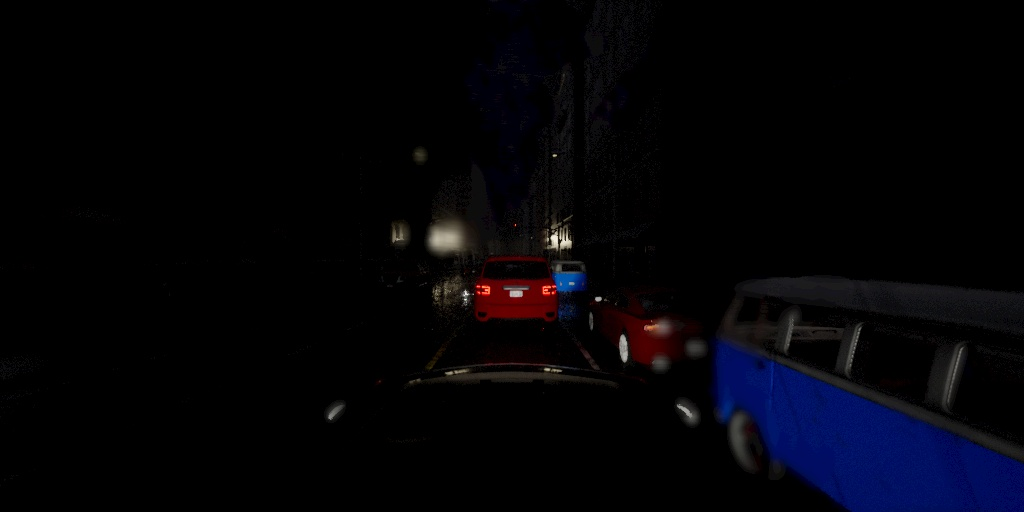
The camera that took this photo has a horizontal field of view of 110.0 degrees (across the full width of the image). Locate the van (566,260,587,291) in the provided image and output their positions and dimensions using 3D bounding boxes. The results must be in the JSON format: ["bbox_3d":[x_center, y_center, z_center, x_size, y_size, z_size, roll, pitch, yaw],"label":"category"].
[{"bbox_3d":[2.884,1.094,19.106,1.690,1.789,3.998,0,0,0],"label":"van"}]

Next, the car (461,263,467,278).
[{"bbox_3d":[-2.956,1.022,29.573,1.994,1.385,4.181,0,0,0],"label":"car"}]

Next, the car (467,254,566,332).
[{"bbox_3d":[0.116,0.975,11.007,2.150,2.045,5.566,0,0,0],"label":"car"}]

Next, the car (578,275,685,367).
[{"bbox_3d":[2.866,1.297,7.785,1.888,1.381,4.507,0,0,0],"label":"car"}]

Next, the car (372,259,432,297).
[{"bbox_3d":[-5.641,1.068,19.079,2.192,1.841,5.009,0,0,0],"label":"car"}]

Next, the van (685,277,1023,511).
[{"bbox_3d":[2.856,1.091,2.124,1.690,1.789,3.998,0,0,0],"label":"van"}]
